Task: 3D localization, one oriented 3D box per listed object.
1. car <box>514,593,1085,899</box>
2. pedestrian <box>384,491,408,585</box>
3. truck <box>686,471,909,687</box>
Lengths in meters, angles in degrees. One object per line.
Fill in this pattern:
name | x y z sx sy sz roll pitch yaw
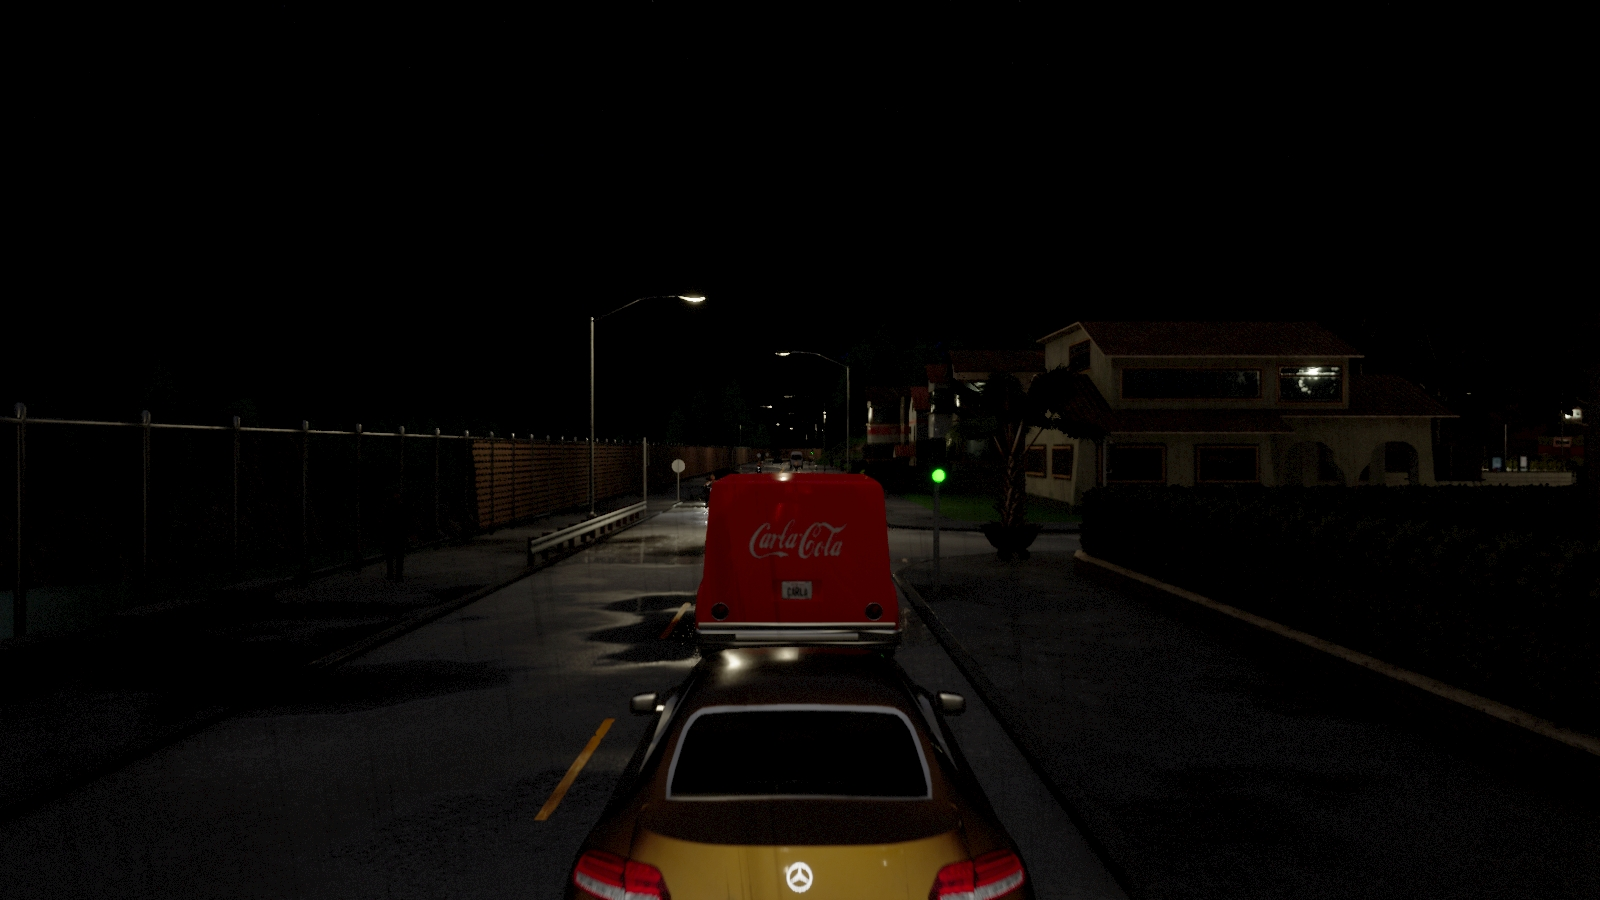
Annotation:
car | -0.011 1.996 6.814 2.152 1.651 5.027 0 0 0
pedestrian | -8.131 1.753 22.997 0.375 1.860 0.375 0 0 -6
truck | -0.039 1.570 16.085 2.627 2.467 5.204 0 0 0
